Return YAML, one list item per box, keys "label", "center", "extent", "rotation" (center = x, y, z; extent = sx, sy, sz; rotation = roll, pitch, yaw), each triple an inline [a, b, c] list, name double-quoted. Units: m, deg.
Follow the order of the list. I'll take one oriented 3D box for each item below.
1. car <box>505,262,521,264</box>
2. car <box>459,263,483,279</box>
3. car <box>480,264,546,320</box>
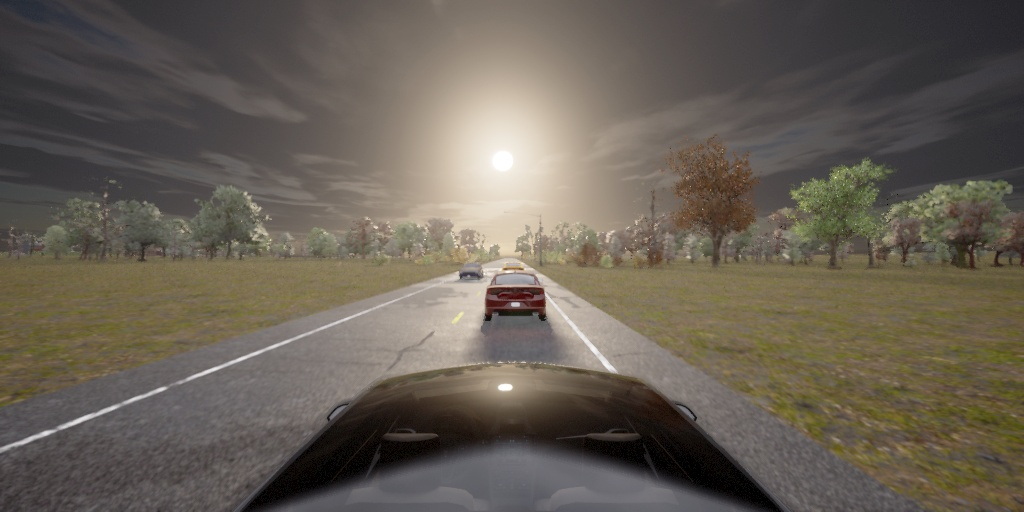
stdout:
- label: "car"
  center: [0.104, 1.230, 31.071]
  extent: [1.882, 1.535, 5.008]
  rotation: [0, 0, 0]
- label: "car"
  center: [-3.593, 1.300, 32.493]
  extent: [2.033, 1.411, 5.357]
  rotation: [0, 0, 0]
- label: "car"
  center: [0.103, 1.228, 12.679]
  extent: [1.882, 1.535, 5.008]
  rotation: [0, 0, 0]
